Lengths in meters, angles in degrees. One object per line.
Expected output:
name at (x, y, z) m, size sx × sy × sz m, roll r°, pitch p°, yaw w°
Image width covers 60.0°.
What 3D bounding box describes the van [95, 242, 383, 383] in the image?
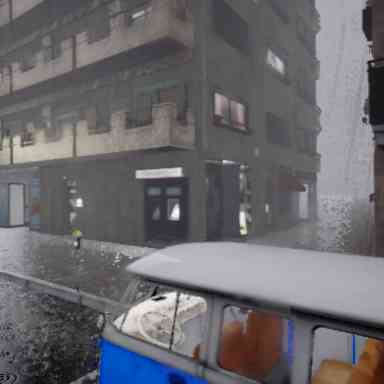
van at (1.086, 1.341, 2.116) m, size 3.998 × 1.788 × 1.690 m, roll 0°, pitch -1°, yaw 36°
